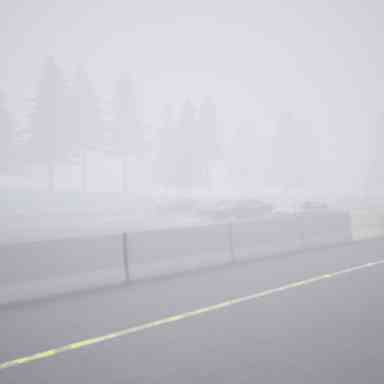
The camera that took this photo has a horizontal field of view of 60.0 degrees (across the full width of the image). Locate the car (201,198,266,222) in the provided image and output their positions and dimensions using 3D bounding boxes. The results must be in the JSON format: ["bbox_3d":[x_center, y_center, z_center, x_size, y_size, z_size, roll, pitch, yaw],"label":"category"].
[{"bbox_3d":[3.441,1.187,23.057,5.008,1.535,1.882,-1,1,-32],"label":"car"}]

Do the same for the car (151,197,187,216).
[{"bbox_3d":[-1.097,1.209,28.471,4.902,1.511,2.128,-1,1,-32],"label":"car"}]

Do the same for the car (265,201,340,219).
[{"bbox_3d":[7.263,1.275,21.308,4.718,1.301,1.895,-1,1,-31],"label":"car"}]

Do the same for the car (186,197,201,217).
[{"bbox_3d":[2.207,1.218,26.408,4.674,1.442,1.812,-1,1,-32],"label":"car"}]
